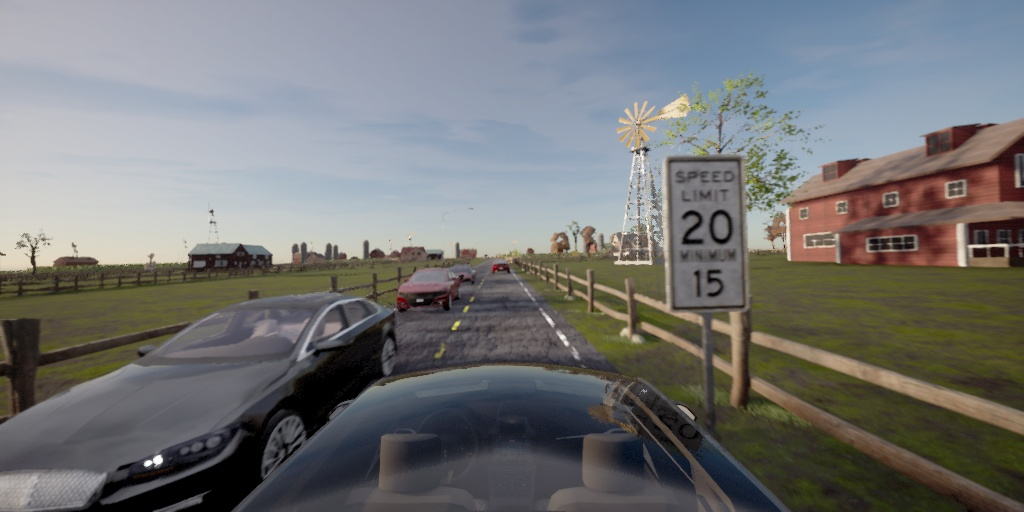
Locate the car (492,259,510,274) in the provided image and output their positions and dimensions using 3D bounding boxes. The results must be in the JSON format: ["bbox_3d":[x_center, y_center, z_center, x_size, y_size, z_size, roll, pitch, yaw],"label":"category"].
[{"bbox_3d":[-1.223,1.112,40.043,1.882,1.535,5.008,-1,0,-2],"label":"car"}]

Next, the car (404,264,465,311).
[{"bbox_3d":[-3.250,1.244,14.777,1.882,1.535,5.008,-1,0,-2],"label":"car"}]

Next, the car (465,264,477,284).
[{"bbox_3d":[-3.643,1.296,26.209,1.994,1.385,4.181,-1,0,-1],"label":"car"}]

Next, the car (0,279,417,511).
[{"bbox_3d":[-2.879,1.292,4.484,2.128,1.511,4.902,-1,0,-2],"label":"car"}]
